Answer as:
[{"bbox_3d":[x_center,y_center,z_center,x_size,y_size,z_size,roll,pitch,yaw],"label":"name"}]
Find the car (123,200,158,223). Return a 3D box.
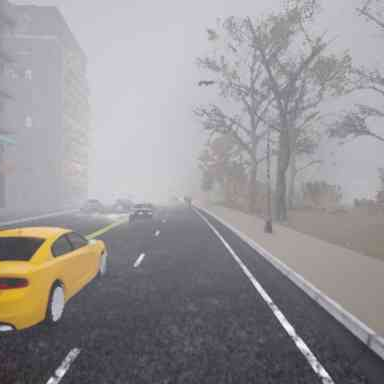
[{"bbox_3d":[-3.680,1.532,25.702,2.033,1.411,5.357,0,0,-2],"label":"car"}]

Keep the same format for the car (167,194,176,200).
[{"bbox_3d":[-5.034,1.247,82.864,1.882,1.535,5.008,0,0,-7],"label":"car"}]

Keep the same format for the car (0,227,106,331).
[{"bbox_3d":[-3.215,1.476,7.022,1.882,1.535,5.008,0,0,-1],"label":"car"}]

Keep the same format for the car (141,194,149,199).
[{"bbox_3d":[-11.169,1.157,79.085,1.812,1.442,4.674,0,0,-7],"label":"car"}]

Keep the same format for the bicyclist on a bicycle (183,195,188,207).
[{"bbox_3d":[-0.944,1.327,49.360,0.659,1.776,1.843,0,0,-4],"label":"bicyclist on a bicycle"}]

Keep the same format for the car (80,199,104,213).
[{"bbox_3d":[-10.884,1.508,36.466,1.812,1.442,4.674,0,0,-3],"label":"car"}]

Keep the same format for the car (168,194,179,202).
[{"bbox_3d":[-3.830,1.472,71.890,2.033,1.411,5.357,0,0,-6],"label":"car"}]

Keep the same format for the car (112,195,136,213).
[{"bbox_3d":[-7.672,1.469,37.237,2.128,1.511,4.902,0,0,-3],"label":"car"}]

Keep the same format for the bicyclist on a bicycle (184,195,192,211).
[{"bbox_3d":[-0.295,1.419,39.451,0.582,1.620,1.656,0,0,-3],"label":"bicyclist on a bicycle"}]
